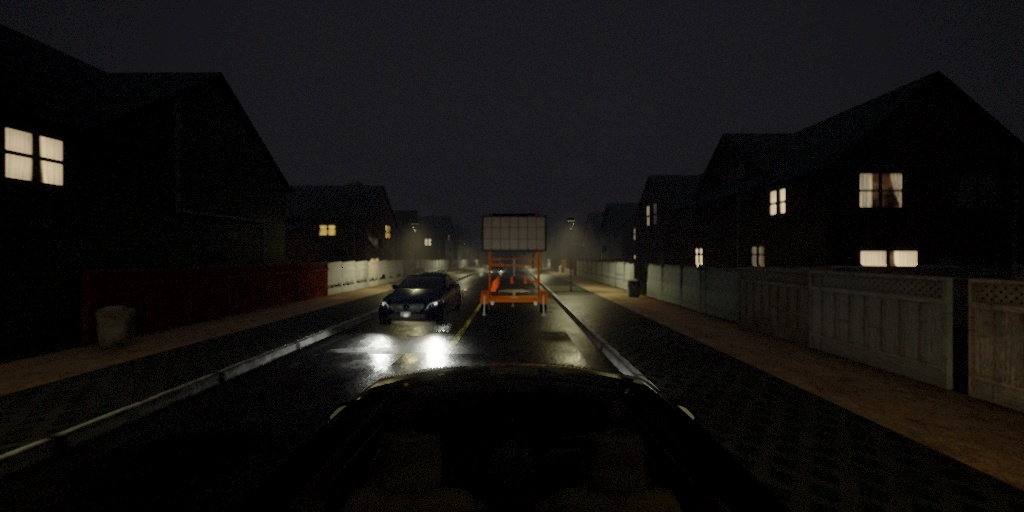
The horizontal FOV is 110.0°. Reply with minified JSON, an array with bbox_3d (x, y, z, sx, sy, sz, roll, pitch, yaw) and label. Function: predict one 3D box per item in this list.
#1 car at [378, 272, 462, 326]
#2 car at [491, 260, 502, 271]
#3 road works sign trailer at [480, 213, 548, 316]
[{"bbox_3d":[-2.783,1.279,11.787,1.812,1.442,4.674,0,0,0],"label":"car"},{"bbox_3d":[-2.473,1.385,54.436,1.882,1.535,5.008,0,0,1],"label":"car"},{"bbox_3d":[0.082,0.219,13.413,2.380,3.560,2.880,0,0,1],"label":"road works sign trailer"}]
